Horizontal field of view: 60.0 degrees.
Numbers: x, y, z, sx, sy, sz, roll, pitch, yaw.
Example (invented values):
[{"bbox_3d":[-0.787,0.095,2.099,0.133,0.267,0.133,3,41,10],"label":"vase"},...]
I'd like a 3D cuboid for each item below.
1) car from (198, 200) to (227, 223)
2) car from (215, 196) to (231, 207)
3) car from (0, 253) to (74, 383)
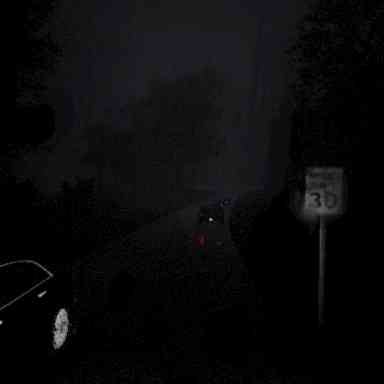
[{"bbox_3d":[1.555,1.599,25.539,1.895,1.301,4.718,0,1,6],"label":"car"},{"bbox_3d":[3.965,1.179,42.730,1.895,1.301,4.718,1,2,10],"label":"car"},{"bbox_3d":[-2.753,1.501,3.264,1.837,1.490,4.892,0,0,1],"label":"car"}]
